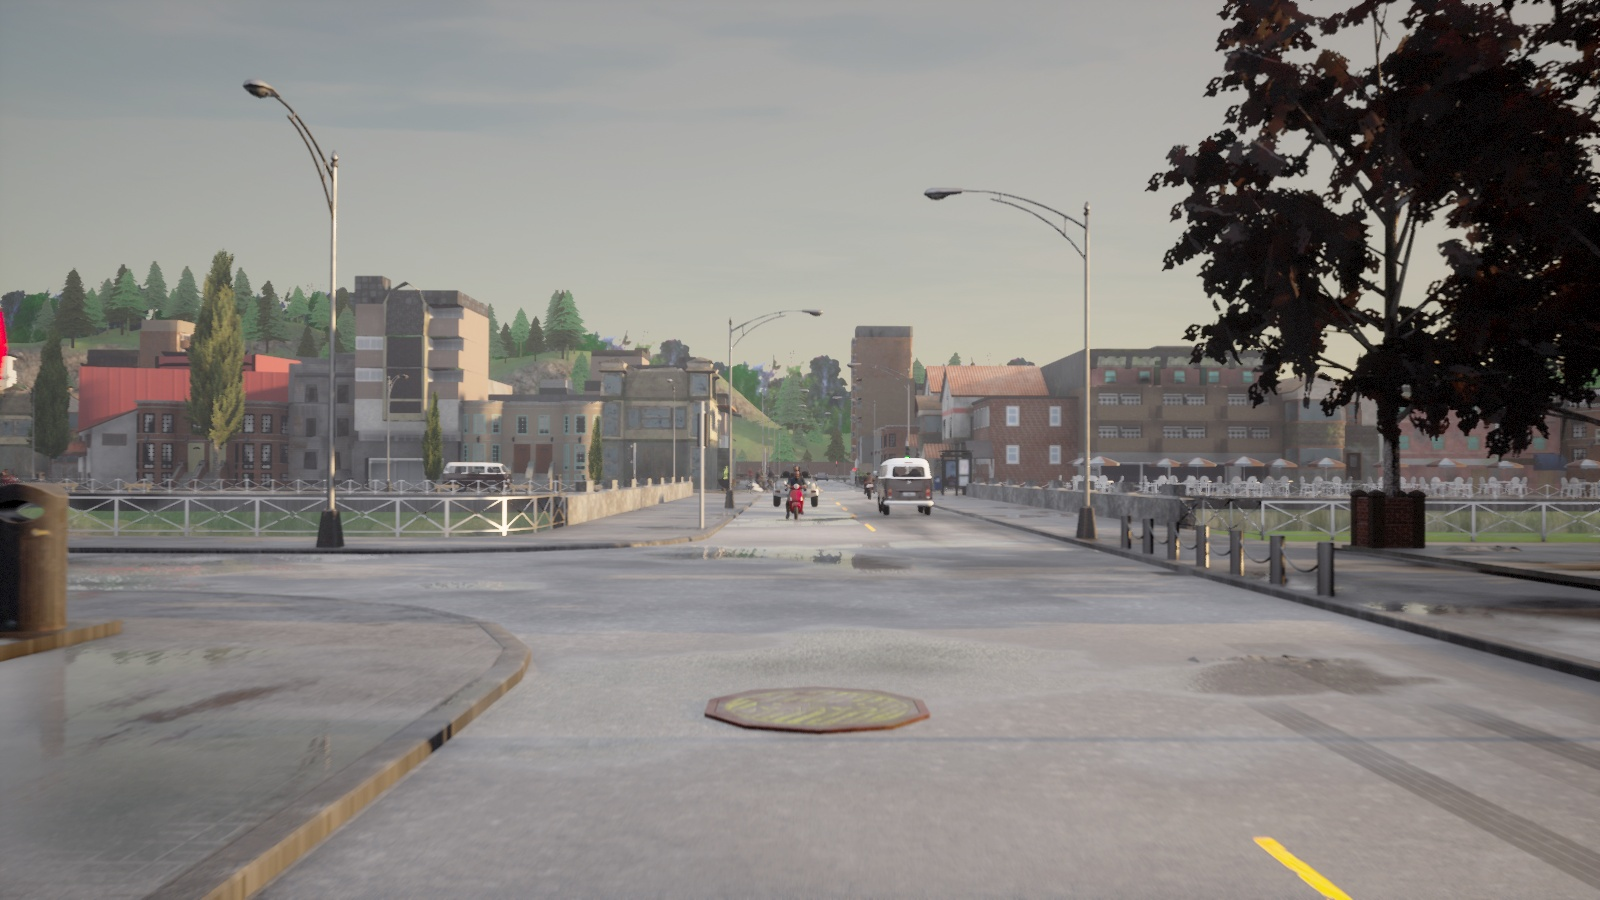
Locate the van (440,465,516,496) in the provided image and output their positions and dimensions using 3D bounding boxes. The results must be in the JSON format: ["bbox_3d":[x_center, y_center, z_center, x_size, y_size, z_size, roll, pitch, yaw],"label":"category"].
[{"bbox_3d":[-21.213,2.010,82.824,4.480,2.038,2.069,0,-1,0],"label":"van"}]

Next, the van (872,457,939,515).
[{"bbox_3d":[3.852,1.303,46.631,2.069,2.038,4.480,0,-1,0],"label":"van"}]

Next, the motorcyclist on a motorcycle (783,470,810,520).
[{"bbox_3d":[-0.104,1.456,41.075,0.866,1.590,1.817,0,-1,1],"label":"motorcyclist on a motorcycle"}]

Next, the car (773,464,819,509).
[{"bbox_3d":[-0.175,1.561,55.719,1.932,1.855,4.605,0,0,0],"label":"car"}]
